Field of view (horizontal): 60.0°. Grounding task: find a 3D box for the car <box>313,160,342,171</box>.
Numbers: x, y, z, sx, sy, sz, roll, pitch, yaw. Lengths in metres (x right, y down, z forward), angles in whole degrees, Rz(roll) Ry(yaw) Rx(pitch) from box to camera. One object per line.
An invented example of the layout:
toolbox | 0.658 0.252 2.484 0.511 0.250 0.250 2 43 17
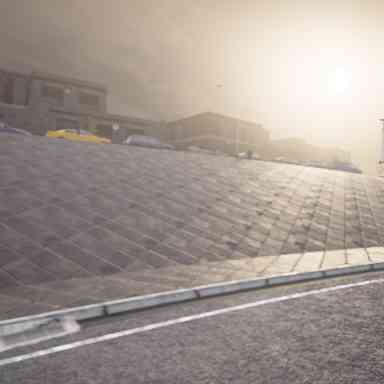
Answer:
car | 15.267 -2.905 39.828 4.553 1.767 2.185 3 -1 -34

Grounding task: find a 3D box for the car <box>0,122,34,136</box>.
car | -13.418 -4.125 22.848 4.674 1.452 2.002 3 -1 -26

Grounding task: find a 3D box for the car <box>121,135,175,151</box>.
car | -3.657 -3.837 28.069 4.553 1.767 2.185 3 -1 -29

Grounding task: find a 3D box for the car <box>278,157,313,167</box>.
car | 10.579 -3.028 36.700 4.892 1.521 2.231 3 -1 -32

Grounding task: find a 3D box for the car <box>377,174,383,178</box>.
car | 28.698 -1.873 49.621 4.674 1.452 2.002 4 -2 -37

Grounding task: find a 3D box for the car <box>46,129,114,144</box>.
car | -8.500 -3.937 25.411 5.008 1.535 2.097 3 -1 -27

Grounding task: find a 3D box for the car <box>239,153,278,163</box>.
car | 6.006 -3.212 33.794 4.674 1.452 2.002 3 -1 -31

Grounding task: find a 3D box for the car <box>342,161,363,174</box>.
car | 19.876 -2.761 43.027 5.566 2.045 2.435 3 -2 -35

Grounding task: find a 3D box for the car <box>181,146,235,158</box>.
car | 1.289 -3.447 30.937 4.792 1.488 2.163 3 -1 -30
